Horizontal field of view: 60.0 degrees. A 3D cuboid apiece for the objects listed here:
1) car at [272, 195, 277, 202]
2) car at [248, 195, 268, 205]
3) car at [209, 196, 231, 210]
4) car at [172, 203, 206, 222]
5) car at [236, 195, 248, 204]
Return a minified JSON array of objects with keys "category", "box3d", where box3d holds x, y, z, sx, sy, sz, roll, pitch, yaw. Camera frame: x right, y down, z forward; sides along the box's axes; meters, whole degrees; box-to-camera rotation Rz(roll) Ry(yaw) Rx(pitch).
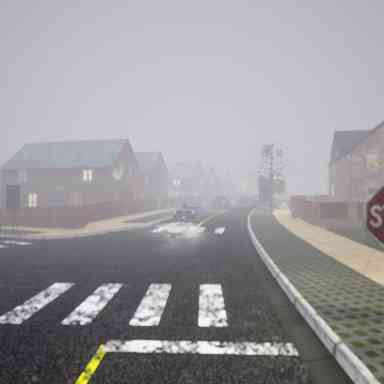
[{"category":"car","box3d":[15.409,1.310,65.584,1.837,1.490,4.892,0,0,27]},{"category":"car","box3d":[11.466,1.208,56.383,2.097,1.767,4.553,0,0,23]},{"category":"car","box3d":[3.662,1.283,42.724,2.097,1.767,4.553,0,0,17]},{"category":"car","box3d":[-0.179,1.580,26.739,1.895,1.301,4.718,0,0,11]},{"category":"car","box3d":[9.171,1.344,58.359,1.882,1.535,5.008,0,0,22]}]
